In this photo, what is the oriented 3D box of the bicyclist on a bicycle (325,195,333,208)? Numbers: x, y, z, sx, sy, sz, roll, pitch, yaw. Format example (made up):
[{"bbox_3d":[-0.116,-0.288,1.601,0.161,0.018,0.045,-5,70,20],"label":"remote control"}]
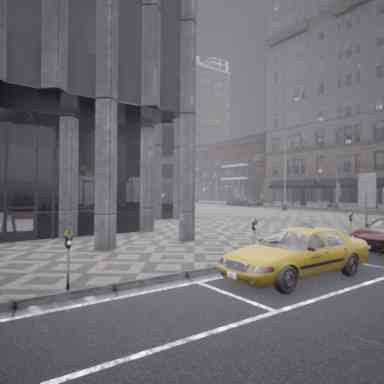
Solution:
[{"bbox_3d":[16.355,1.147,39.546,1.656,1.620,0.582,0,0,-35],"label":"bicyclist on a bicycle"}]

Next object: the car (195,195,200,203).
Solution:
[{"bbox_3d":[-0.593,1.078,58.194,2.128,1.511,4.902,1,0,-35],"label":"car"}]

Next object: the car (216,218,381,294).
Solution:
[{"bbox_3d":[2.840,1.524,8.790,4.829,1.417,1.752,0,1,-36],"label":"car"}]

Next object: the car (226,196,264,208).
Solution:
[{"bbox_3d":[6.651,1.259,42.473,2.033,1.411,5.357,1,0,-35],"label":"car"}]

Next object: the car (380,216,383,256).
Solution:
[{"bbox_3d":[7.554,1.543,12.160,4.507,1.381,1.887,0,1,-36],"label":"car"}]
